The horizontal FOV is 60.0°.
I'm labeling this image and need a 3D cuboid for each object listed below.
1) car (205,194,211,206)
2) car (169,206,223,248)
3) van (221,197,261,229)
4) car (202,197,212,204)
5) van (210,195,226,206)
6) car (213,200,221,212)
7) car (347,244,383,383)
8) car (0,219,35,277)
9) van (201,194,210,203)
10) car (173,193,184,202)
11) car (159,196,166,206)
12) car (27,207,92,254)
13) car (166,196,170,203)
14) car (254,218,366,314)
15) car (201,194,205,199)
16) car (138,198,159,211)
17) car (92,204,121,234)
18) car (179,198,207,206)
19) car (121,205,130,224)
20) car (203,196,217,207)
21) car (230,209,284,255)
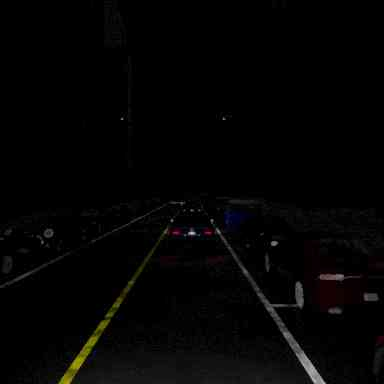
[{"bbox_3d":[2.852,1.312,35.767,2.192,1.841,5.009,0,0,0],"label":"car"},{"bbox_3d":[0.001,1.562,14.651,2.033,1.411,5.357,0,0,0],"label":"car"},{"bbox_3d":[2.851,1.339,18.821,1.690,1.788,3.998,0,0,0],"label":"van"},{"bbox_3d":[2.854,1.557,64.011,1.802,1.307,4.206,0,0,0],"label":"car"},{"bbox_3d":[2.851,1.339,30.118,1.690,1.788,3.998,0,0,0],"label":"van"},{"bbox_3d":[2.852,1.542,24.470,1.887,1.381,4.507,0,0,0],"label":"car"},{"bbox_3d":[2.852,1.439,1.875,1.967,1.590,4.097,0,0,0],"label":"car"},{"bbox_3d":[-5.672,1.549,7.520,2.008,1.369,4.403,0,0,0],"label":"car"},{"bbox_3d":[2.853,1.308,69.660,1.690,1.788,3.998,0,0,0],"label":"van"},{"bbox_3d":[-3.000,1.148,74.796,2.150,2.045,5.566,0,0,0],"label":"car"},{"bbox_3d":[-5.671,1.570,52.712,1.802,1.307,4.206,0,0,0],"label":"car"},{"bbox_3d":[-5.673,1.438,13.169,1.967,1.590,4.097,0,0,0],"label":"car"},{"bbox_3d":[-5.671,1.533,69.659,1.947,1.339,4.313,0,0,0],"label":"car"},{"bbox_3d":[2.852,1.543,7.524,1.887,1.381,4.507,0,0,0],"label":"car"},{"bbox_3d":[2.852,1.307,47.064,2.192,1.841,5.009,0,0,0],"label":"car"},{"bbox_3d":[-5.672,1.540,41.414,1.887,1.381,4.507,0,0,0],"label":"car"},{"bbox_3d":[-5.673,1.548,18.818,2.008,1.369,4.403,0,0,0],"label":"car"},{"bbox_3d":[0.001,1.562,29.652,2.033,1.411,5.357,0,0,0],"label":"car"},{"bbox_3d":[-5.672,1.579,24.467,1.802,1.307,4.206,0,0,0],"label":"car"},{"bbox_3d":[2.853,1.428,52.713,1.967,1.590,4.097,0,0,0],"label":"car"},{"bbox_3d":[2.853,1.564,13.173,1.947,1.339,4.313,0,0,0],"label":"car"}]
